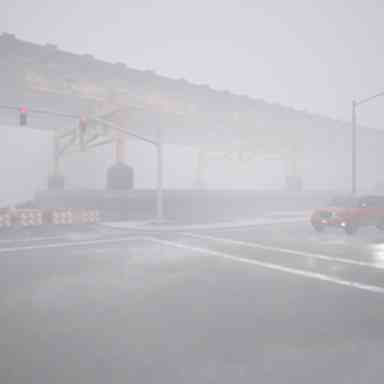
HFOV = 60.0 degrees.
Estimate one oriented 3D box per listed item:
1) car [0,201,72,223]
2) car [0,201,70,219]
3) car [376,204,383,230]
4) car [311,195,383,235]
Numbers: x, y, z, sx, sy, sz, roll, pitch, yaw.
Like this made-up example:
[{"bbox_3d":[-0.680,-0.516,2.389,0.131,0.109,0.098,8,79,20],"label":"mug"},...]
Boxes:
[{"bbox_3d":[-11.622,1.450,24.734,4.974,1.542,2.038,0,0,-7],"label":"car"},{"bbox_3d":[-11.674,1.293,24.728,4.536,1.218,1.853,0,0,-7],"label":"car"},{"bbox_3d":[11.458,1.463,16.468,5.008,1.535,1.882,0,0,-35],"label":"car"},{"bbox_3d":[9.250,1.208,19.194,5.566,2.045,2.150,0,0,-35],"label":"car"}]
